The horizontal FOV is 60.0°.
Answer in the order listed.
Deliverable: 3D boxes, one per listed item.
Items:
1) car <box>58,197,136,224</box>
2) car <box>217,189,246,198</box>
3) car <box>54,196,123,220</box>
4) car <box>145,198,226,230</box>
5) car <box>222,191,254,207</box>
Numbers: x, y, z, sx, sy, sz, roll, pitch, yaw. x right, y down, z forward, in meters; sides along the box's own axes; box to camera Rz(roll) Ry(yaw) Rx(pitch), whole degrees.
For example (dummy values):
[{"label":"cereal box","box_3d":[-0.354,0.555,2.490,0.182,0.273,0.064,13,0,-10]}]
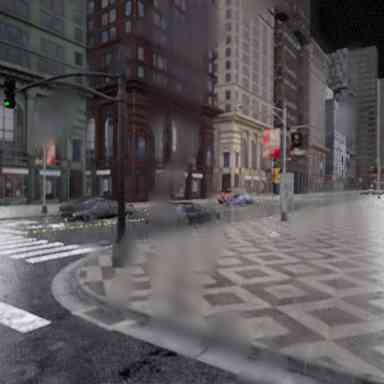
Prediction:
[{"label":"car","box_3d":[-6.237,1.270,22.679,2.033,1.411,5.357,1,1,36]},{"label":"car","box_3d":[5.518,0.607,44.632,2.150,2.045,5.566,1,1,36]},{"label":"car","box_3d":[-7.929,1.155,25.898,1.882,1.535,5.008,1,1,36]},{"label":"car","box_3d":[-0.397,1.311,19.495,2.033,1.411,5.357,1,1,36]},{"label":"car","box_3d":[5.794,0.987,39.447,1.812,1.442,4.674,1,1,36]}]
